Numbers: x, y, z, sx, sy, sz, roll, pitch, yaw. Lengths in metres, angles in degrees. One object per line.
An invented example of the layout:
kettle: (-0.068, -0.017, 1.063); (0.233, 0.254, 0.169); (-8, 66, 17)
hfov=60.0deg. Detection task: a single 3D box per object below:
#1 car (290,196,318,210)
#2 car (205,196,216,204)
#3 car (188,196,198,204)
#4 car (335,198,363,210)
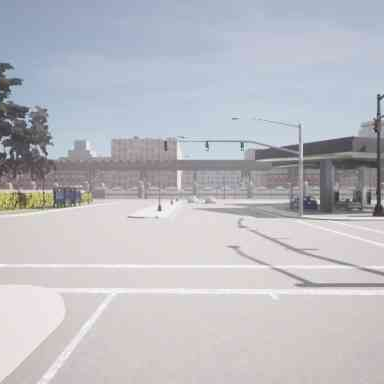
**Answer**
car: (13.251, 1.295, 39.627); (2.242, 1.667, 4.611); (0, 0, 0)
car: (3.565, 1.525, 64.312); (1.812, 1.442, 4.674); (0, 0, 0)
car: (0.172, 1.525, 66.096); (1.812, 1.442, 4.674); (0, 0, 0)
car: (18.996, 1.456, 40.384); (1.970, 1.475, 3.806); (0, 0, 0)
